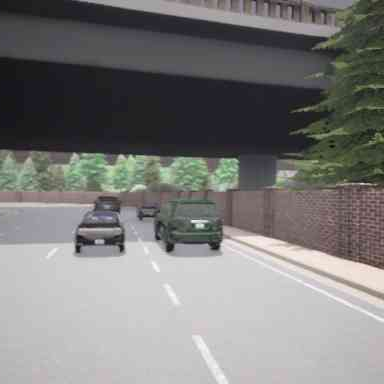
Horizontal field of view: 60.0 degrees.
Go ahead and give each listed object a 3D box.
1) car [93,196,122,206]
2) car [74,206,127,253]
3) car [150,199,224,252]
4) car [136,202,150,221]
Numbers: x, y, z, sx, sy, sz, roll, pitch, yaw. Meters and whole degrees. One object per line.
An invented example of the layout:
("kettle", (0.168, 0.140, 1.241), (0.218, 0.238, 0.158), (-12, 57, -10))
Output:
("car", (-7.199, 1.331, 28.372), (2.150, 2.045, 5.566), (1, 0, -13))
("car", (-3.802, 1.547, 14.062), (2.128, 1.511, 4.902), (1, 0, -13))
("car", (-0.330, 1.320, 14.597), (2.150, 2.045, 5.566), (1, 0, -13))
("car", (-3.876, 1.659, 29.448), (2.128, 1.511, 4.902), (1, 0, -14))
